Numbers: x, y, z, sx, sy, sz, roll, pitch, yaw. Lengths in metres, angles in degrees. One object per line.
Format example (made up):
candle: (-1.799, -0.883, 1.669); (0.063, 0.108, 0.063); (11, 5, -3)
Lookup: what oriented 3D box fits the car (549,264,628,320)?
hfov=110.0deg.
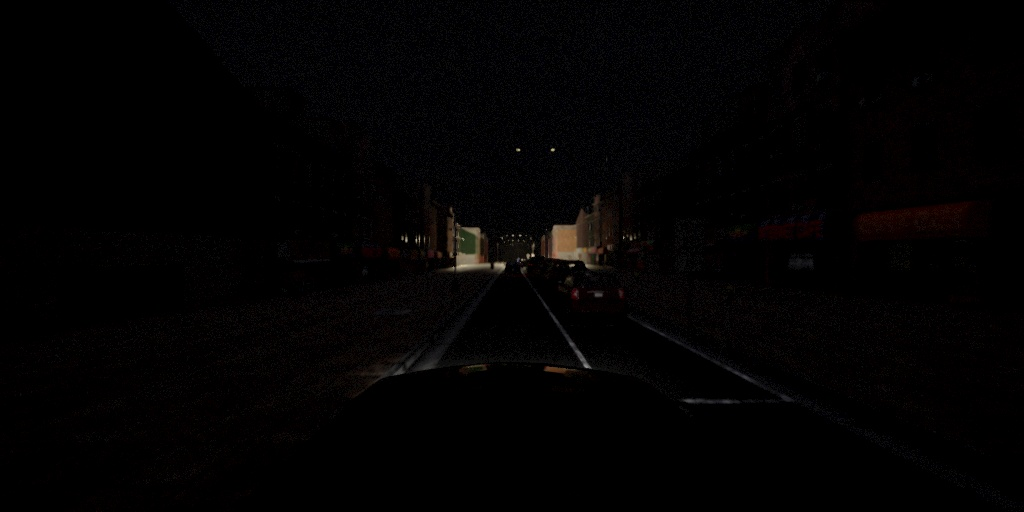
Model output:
car: (2.632, 1.216, 12.793); (1.967, 1.591, 4.097); (0, 0, 0)

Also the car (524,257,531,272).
car: (2.962, 1.085, 44.026); (2.150, 2.045, 5.566); (0, 0, 0)

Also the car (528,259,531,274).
car: (2.624, 1.251, 28.999); (1.967, 1.591, 4.097); (0, 0, 0)

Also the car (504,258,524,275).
car: (0.081, 1.319, 41.405); (1.882, 1.535, 5.008); (0, 0, 0)

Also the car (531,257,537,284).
car: (2.626, 1.113, 23.597); (2.192, 1.841, 5.009); (0, 0, 0)

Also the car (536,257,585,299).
car: (2.629, 1.101, 18.195); (2.192, 1.841, 5.009); (0, 0, 0)
